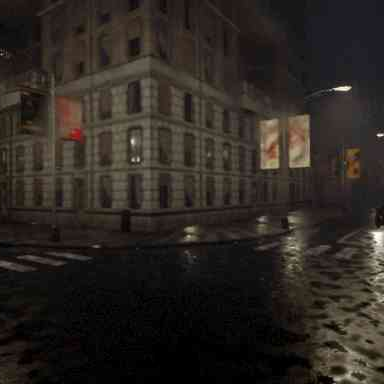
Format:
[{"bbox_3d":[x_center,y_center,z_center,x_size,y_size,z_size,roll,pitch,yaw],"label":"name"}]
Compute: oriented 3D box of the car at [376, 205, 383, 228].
[{"bbox_3d":[13.416,1.493,21.982,1.882,1.535,5.008,-1,0,35],"label":"car"}]
